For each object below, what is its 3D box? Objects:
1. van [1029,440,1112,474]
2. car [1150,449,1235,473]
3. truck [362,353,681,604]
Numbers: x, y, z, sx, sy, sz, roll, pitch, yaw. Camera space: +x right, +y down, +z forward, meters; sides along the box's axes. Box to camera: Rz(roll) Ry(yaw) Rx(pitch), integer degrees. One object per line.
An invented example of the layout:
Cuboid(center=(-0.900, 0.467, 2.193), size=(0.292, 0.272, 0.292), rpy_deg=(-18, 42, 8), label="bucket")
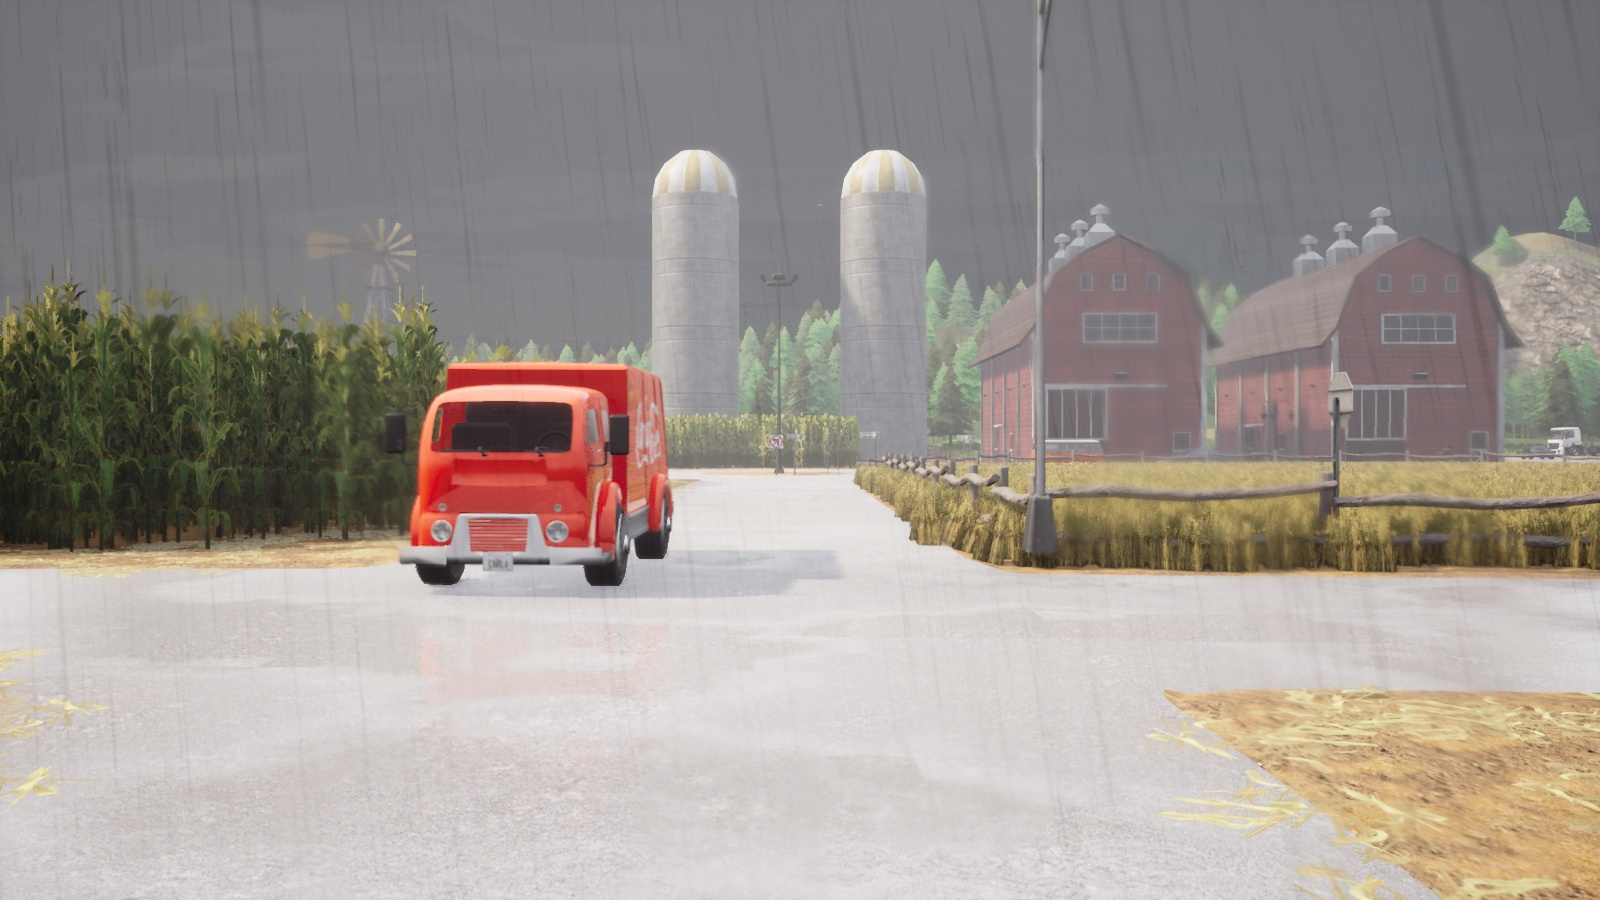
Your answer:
Cuboid(center=(15.916, 0.411, 73.979), size=(4.442, 1.987, 1.775), rpy_deg=(0, 0, -7), label="van")
Cuboid(center=(24.352, 0.671, 78.009), size=(4.674, 1.442, 1.812), rpy_deg=(0, 0, -3), label="car")
Cuboid(center=(-2.995, 0.202, 15.018), size=(2.627, 2.467, 5.204), rpy_deg=(0, 2, 0), label="truck")
